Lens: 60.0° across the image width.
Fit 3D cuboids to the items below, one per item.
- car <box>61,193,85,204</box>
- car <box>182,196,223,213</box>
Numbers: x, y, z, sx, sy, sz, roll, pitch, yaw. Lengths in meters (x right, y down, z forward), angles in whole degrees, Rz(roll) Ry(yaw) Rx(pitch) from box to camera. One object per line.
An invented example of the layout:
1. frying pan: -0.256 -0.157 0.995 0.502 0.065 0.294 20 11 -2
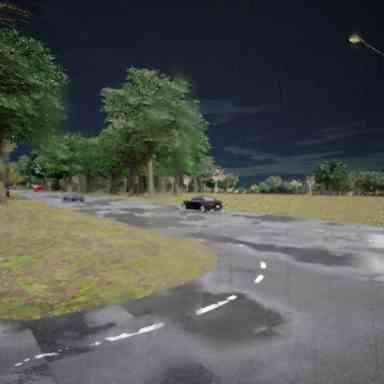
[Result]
1. car: -15.303 0.787 42.911 1.895 1.301 4.718 0 2 -35
2. car: 0.921 1.108 32.107 1.882 1.535 5.008 0 2 -35
